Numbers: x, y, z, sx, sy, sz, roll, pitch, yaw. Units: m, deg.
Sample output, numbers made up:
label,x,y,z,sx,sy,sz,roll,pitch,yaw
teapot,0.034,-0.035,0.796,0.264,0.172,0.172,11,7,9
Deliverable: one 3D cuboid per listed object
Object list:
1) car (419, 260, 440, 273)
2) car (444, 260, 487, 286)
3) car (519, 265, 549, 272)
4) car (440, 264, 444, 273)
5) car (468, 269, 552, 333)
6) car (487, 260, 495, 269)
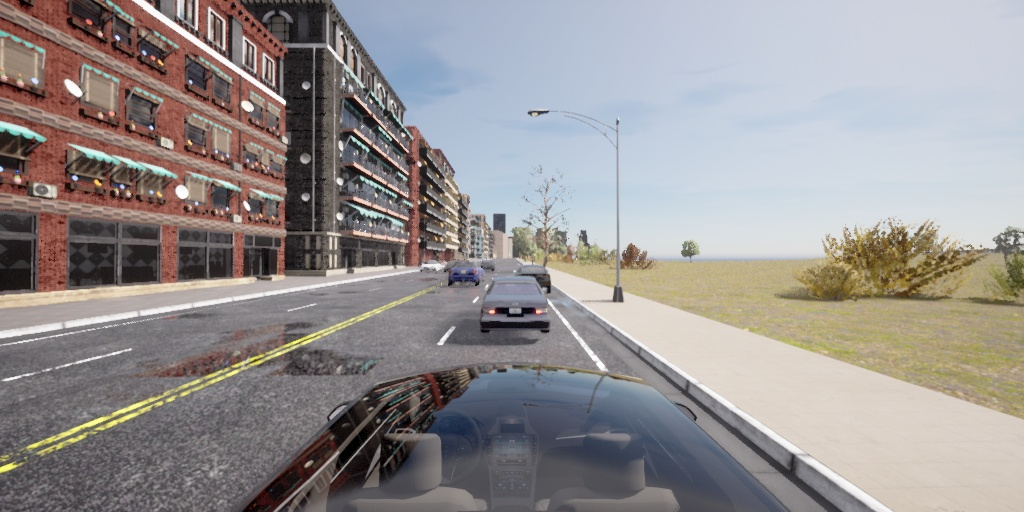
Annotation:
label,x,y,z,sx,sy,sz,roll,pitch,yaw
car,-9.905,1.259,43.791,1.812,1.442,4.674,0,0,0
car,-3.182,1.094,25.575,2.097,1.767,4.553,0,0,0
car,1.113,1.222,20.461,1.882,1.535,5.008,0,0,0
car,-6.654,1.239,41.281,1.837,1.490,4.892,0,0,0
car,0.092,1.295,10.698,2.033,1.411,5.357,0,0,0
car,-3.209,1.219,47.088,2.128,1.511,4.902,0,0,0
